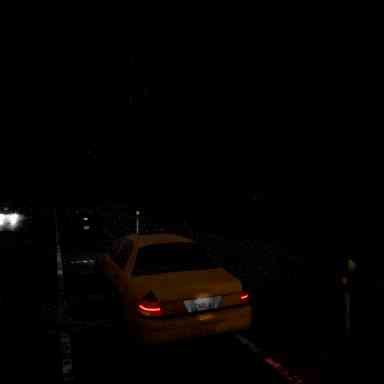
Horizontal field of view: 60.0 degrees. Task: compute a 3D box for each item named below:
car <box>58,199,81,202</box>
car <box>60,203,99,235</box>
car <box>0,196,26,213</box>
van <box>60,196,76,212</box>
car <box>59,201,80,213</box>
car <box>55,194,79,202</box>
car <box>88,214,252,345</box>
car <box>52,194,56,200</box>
[{"bbox_3d":[-10.365,1.567,28.885,1.947,1.339,4.313,0,0,-23],"label":"car"},{"bbox_3d":[-6.122,1.551,18.686,2.008,1.369,4.403,0,0,-23],"label":"car"},{"bbox_3d":[-19.752,1.493,36.076,2.128,1.511,4.902,0,0,-22],"label":"car"},{"bbox_3d":[-14.609,1.343,39.085,1.690,1.788,3.998,0,0,-23],"label":"van"},{"bbox_3d":[-8.244,1.552,23.785,2.008,1.369,4.403,0,0,-23],"label":"car"},{"bbox_3d":[-12.487,1.316,33.986,2.192,1.841,5.009,0,0,-23],"label":"car"},{"bbox_3d":[-0.841,1.457,6.750,1.801,1.575,5.366,0,0,-23],"label":"car"},{"bbox_3d":[-31.731,1.470,79.499,1.967,1.590,4.097,0,0,-24],"label":"car"}]
